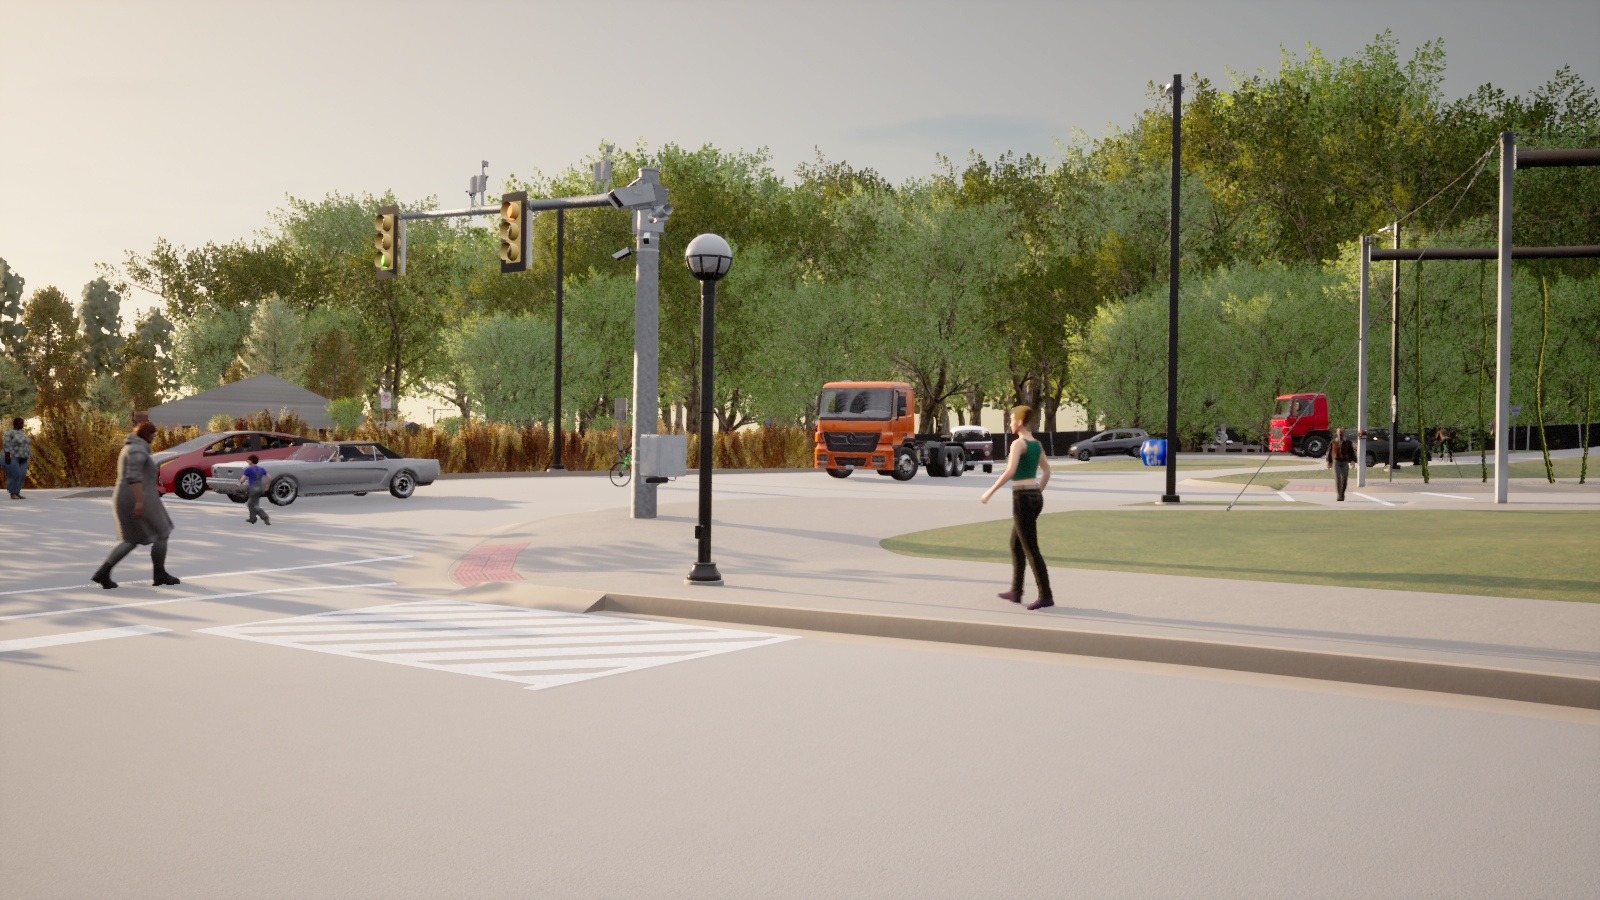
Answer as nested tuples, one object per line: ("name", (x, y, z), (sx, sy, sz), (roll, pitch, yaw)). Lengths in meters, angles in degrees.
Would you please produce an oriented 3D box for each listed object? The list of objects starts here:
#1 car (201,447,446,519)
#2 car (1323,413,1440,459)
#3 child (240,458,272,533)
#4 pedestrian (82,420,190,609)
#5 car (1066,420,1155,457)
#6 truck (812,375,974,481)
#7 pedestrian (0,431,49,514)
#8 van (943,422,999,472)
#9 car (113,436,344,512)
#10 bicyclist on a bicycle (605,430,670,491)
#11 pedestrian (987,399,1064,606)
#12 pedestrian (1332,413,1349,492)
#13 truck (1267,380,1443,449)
("car", (-10.370, 0.656, 27.668), (1.895, 1.301, 4.718), (0, 2, 37))
("car", (22.817, -0.544, 49.293), (3.988, 1.617, 1.851), (-3, 1, -20))
("child", (-9.255, 0.774, 21.356), (0.437, 1.263, 0.270), (0, 0, 22))
("pedestrian", (-7.137, 0.663, 13.502), (0.873, 1.952, 0.659), (0, 0, -44))
("car", (17.474, -0.680, 70.947), (4.611, 1.667, 2.242), (-5, 1, 9))
("truck", (3.540, -0.789, 45.304), (2.891, 3.462, 7.936), (0, 1, 28))
("pedestrian", (-17.661, 0.497, 28.311), (0.900, 1.855, 0.874), (0, 0, 9))
("van", (7.366, -0.163, 54.367), (2.069, 2.038, 4.480), (-2, 1, 4))
("car", (-13.418, 0.513, 29.721), (2.007, 1.525, 4.514), (0, 2, 37))
("bicyclist on a bicycle", (-4.404, 0.283, 34.001), (1.656, 1.620, 0.582), (0, 1, -33))
("pedestrian", (2.052, 0.466, 11.440), (0.594, 1.836, 0.345), (0, 0, 37))
("pedestrian", (12.879, 0.061, 29.909), (0.376, 1.854, 0.720), (0, 0, 24))
("truck", (29.037, -1.837, 65.946), (7.936, 3.462, 2.891), (-1, 1, 5))
